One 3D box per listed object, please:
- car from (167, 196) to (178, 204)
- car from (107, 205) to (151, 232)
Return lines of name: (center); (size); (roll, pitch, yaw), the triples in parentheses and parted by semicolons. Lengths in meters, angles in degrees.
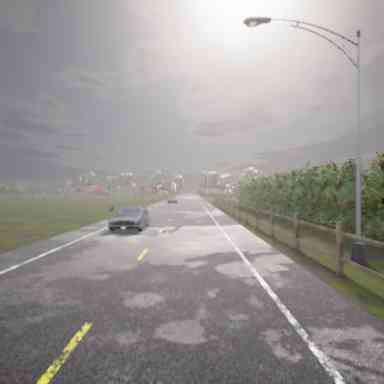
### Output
car: (-3.547, 1.400, 60.771); (2.033, 1.411, 5.357); (0, 0, 1)
car: (-3.607, 1.500, 20.149); (2.033, 1.411, 5.357); (0, 0, 0)
